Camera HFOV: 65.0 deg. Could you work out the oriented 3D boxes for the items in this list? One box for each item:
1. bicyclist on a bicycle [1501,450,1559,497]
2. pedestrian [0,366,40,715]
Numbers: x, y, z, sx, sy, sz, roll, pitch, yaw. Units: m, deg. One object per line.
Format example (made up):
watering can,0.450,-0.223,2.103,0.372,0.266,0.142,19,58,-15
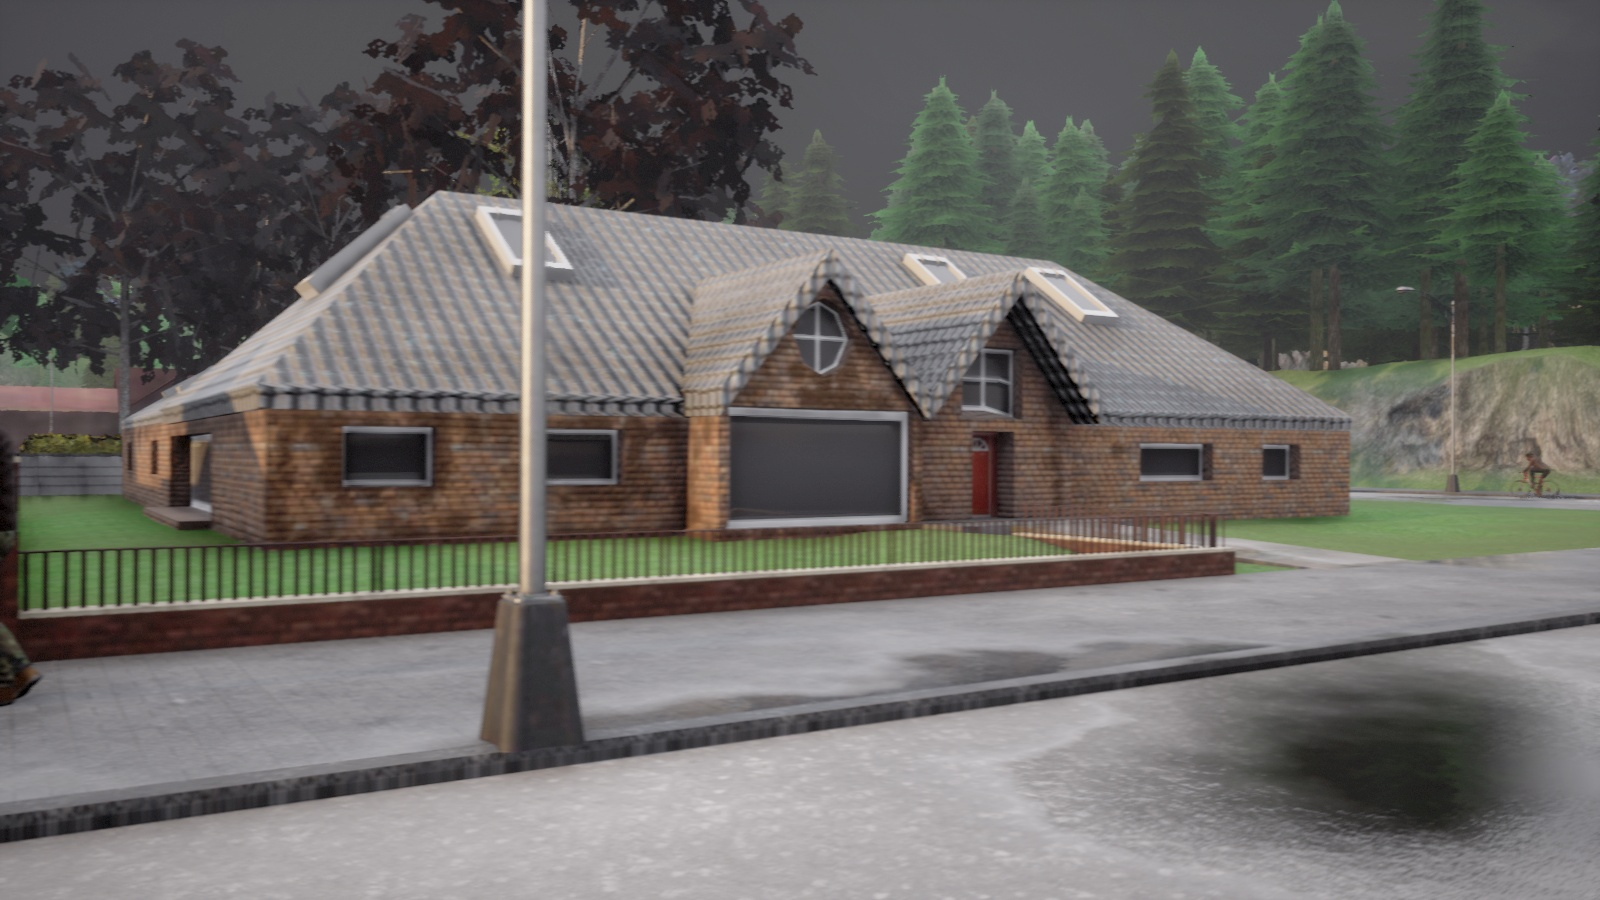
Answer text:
bicyclist on a bicycle,25.522,0.827,43.895,0.582,1.620,1.656,0,-1,-33
pedestrian,-4.528,0.479,6.740,0.703,1.840,0.431,0,0,-21
